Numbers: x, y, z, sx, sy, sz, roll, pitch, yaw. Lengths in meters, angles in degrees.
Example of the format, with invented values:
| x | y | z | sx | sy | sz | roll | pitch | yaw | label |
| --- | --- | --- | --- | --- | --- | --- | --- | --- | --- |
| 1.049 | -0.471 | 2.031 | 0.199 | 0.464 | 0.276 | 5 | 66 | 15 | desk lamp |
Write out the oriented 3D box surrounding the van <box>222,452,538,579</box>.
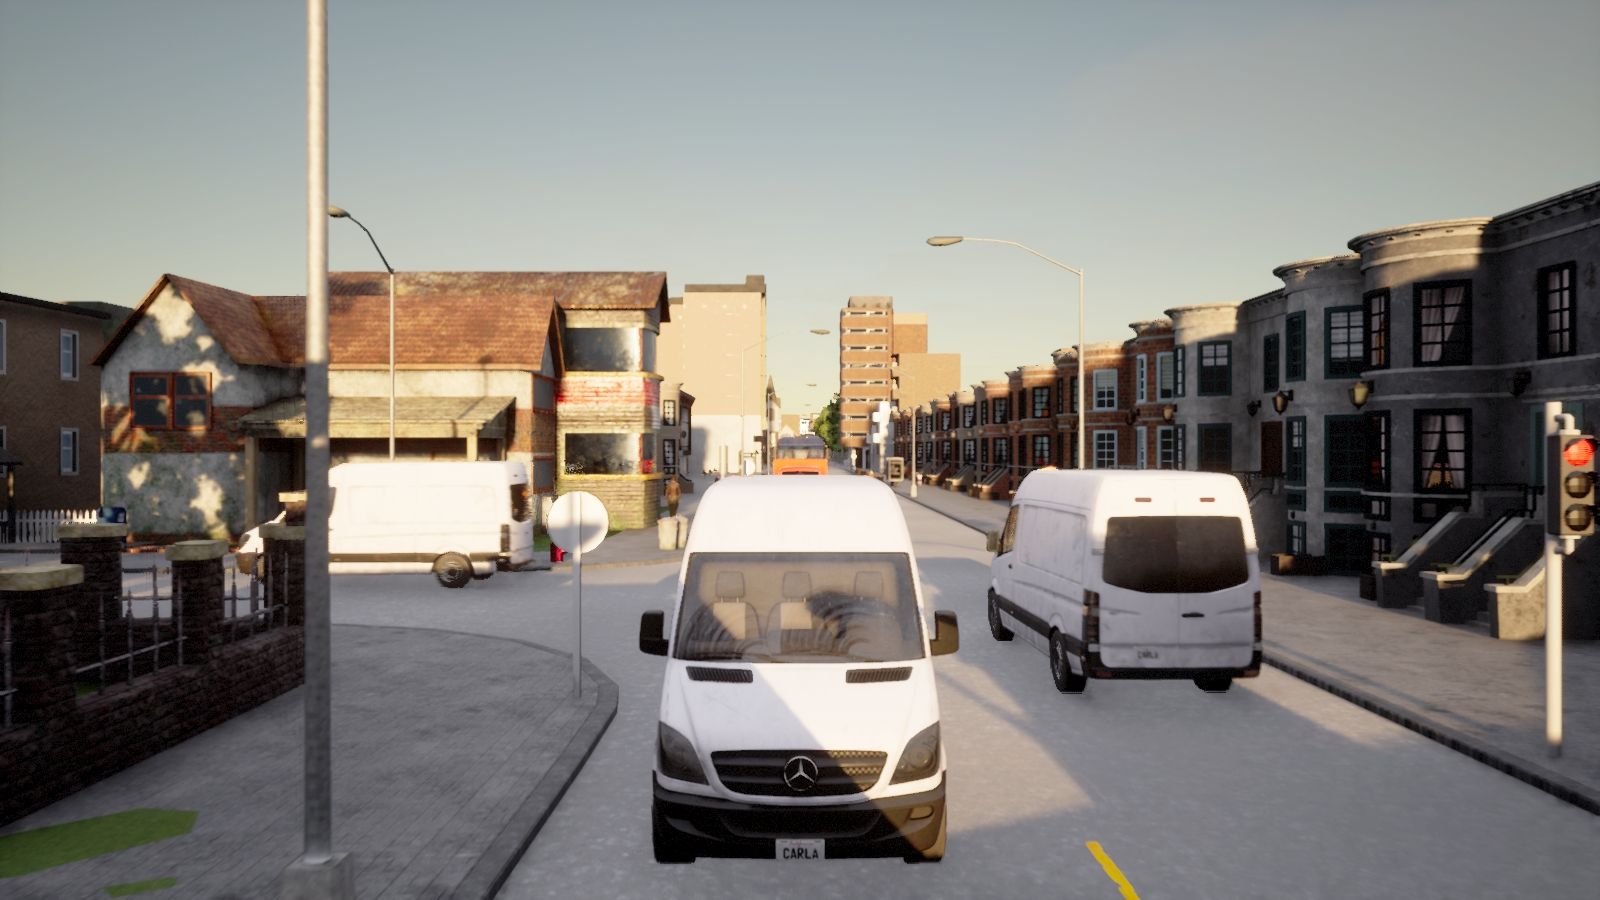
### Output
| x | y | z | sx | sy | sz | roll | pitch | yaw | label |
| --- | --- | --- | --- | --- | --- | --- | --- | --- | --- |
| -8.695 | 1.314 | 24.006 | 5.915 | 2.561 | 1.988 | 0 | 0 | 2 | van |

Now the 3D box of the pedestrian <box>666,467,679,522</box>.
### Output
| x | y | z | sx | sy | sz | roll | pitch | yaw | label |
| --- | --- | --- | --- | --- | --- | --- | --- | --- | --- |
| -4.343 | 1.526 | 38.946 | 0.375 | 1.860 | 0.375 | 0 | 0 | 10 | pedestrian |

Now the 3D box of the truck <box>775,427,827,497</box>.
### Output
| x | y | z | sx | sy | sz | roll | pitch | yaw | label |
| --- | --- | --- | --- | --- | --- | --- | --- | --- | --- |
| 0.034 | 0.667 | 66.845 | 2.891 | 3.827 | 8.468 | 0 | 0 | 0 | truck |

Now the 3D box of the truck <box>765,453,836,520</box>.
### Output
| x | y | z | sx | sy | sz | roll | pitch | yaw | label |
| --- | --- | --- | --- | --- | --- | --- | --- | --- | --- |
| 0.012 | 1.348 | 44.865 | 2.627 | 2.467 | 5.204 | 0 | 0 | 0 | truck |

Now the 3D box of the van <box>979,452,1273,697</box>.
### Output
| x | y | z | sx | sy | sz | roll | pitch | yaw | label |
| --- | --- | --- | --- | --- | --- | --- | --- | --- | --- |
| 3.906 | 1.314 | 14.996 | 1.988 | 2.561 | 5.915 | 0 | 0 | -2 | van |

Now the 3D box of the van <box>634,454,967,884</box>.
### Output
| x | y | z | sx | sy | sz | roll | pitch | yaw | label |
| --- | --- | --- | --- | --- | --- | --- | --- | --- | --- |
| 0.001 | 1.315 | 9.777 | 1.988 | 2.561 | 5.915 | 0 | 0 | 0 | van |
